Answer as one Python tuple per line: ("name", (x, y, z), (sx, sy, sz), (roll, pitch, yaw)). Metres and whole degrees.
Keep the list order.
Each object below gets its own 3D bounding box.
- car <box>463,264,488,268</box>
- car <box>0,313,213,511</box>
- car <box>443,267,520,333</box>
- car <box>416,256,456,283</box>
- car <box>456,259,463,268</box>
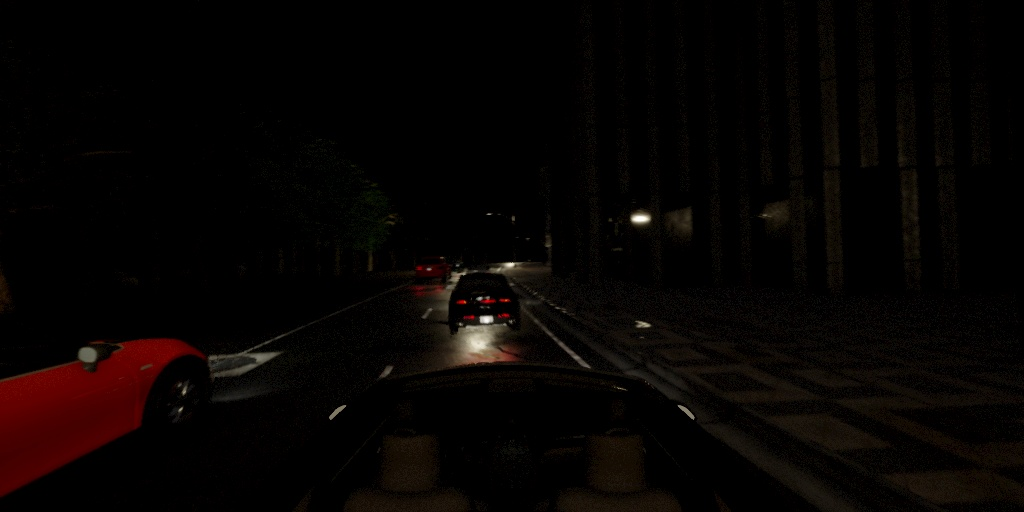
("car", (-2.641, 1.327, 28.920), (1.895, 1.301, 4.718), (-2, 0, -4))
("car", (-4.737, 1.229, 2.742), (2.097, 1.767, 4.553), (-2, 0, -8))
("car", (-0.909, 1.259, 10.892), (1.837, 1.490, 4.892), (-2, 0, -7))
("car", (-6.242, 1.050, 29.165), (2.150, 2.045, 5.566), (-2, 1, -3))
("car", (-6.894, 1.134, 42.110), (2.097, 1.767, 4.553), (-2, 0, -1))
